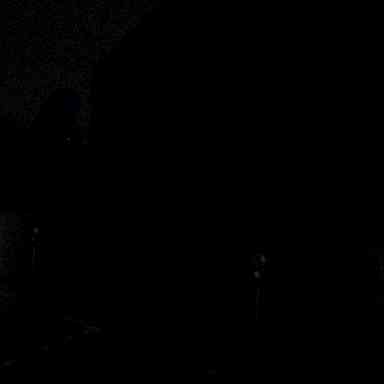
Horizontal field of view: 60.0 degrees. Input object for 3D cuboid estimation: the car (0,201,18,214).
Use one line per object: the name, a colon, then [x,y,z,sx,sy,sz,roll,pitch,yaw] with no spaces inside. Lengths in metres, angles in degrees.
car: [-18.972,1.479,30.897,1.895,1.301,4.718,1,1,36]
